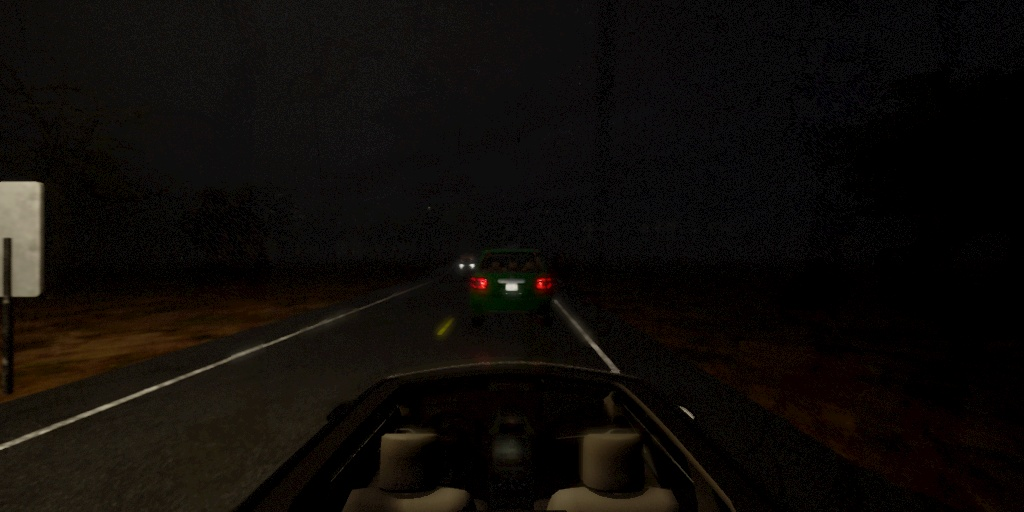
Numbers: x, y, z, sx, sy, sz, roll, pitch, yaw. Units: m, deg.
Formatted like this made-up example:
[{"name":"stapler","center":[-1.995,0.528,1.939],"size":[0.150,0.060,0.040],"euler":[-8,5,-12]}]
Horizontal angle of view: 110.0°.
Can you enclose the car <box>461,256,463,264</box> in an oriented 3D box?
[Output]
[{"name":"car","center":[-6.633,0.354,54.192],"size":[1.882,1.535,5.008],"euler":[0,1,-4]}]

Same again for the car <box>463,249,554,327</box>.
[{"name":"car","center":[0.035,0.819,11.098],"size":[2.150,2.045,5.566],"euler":[0,0,1]}]
